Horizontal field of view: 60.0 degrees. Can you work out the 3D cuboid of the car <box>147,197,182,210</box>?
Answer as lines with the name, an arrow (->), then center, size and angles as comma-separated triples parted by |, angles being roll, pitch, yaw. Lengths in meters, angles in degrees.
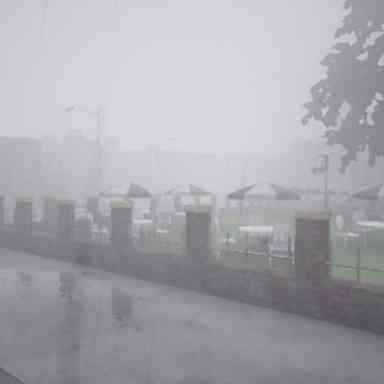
car -> -2.981, 1.226, 36.877 | 1.994, 1.385, 4.181 | 1, 1, 36

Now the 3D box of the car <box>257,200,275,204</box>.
car -> 12.223, 1.245, 49.524 | 4.892, 1.490, 1.837 | 1, 1, 3
